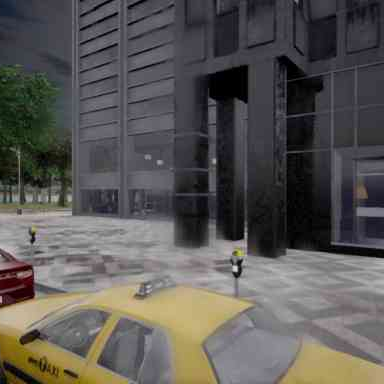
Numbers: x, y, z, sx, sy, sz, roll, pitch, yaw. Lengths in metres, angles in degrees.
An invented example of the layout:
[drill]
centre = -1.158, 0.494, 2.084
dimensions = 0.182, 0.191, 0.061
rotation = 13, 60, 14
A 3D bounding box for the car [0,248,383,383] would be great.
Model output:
[car]
centre = -0.558, 1.525, 3.361
dimensions = 4.829, 1.417, 1.752
rotation = 0, 0, 36
